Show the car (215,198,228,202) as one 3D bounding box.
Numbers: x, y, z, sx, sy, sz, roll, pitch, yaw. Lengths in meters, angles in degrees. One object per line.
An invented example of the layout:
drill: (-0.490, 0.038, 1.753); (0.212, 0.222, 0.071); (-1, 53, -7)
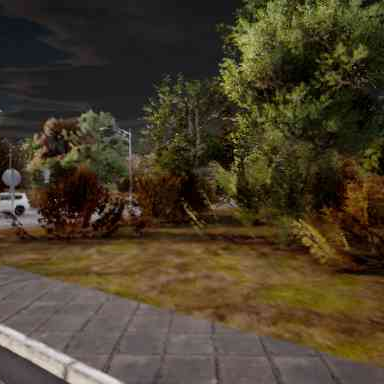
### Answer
car: (4.877, 1.256, 57.836); (2.097, 1.767, 4.553); (0, 0, 32)

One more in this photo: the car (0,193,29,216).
car: (-17.372, 1.119, 29.503); (2.150, 2.045, 5.566); (0, 0, 32)

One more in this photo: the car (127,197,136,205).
car: (-6.635, 1.372, 46.506); (1.882, 1.535, 5.008); (0, 0, 32)

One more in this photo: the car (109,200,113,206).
car: (-10.181, 1.408, 47.430); (1.812, 1.442, 4.674); (0, 0, 32)
